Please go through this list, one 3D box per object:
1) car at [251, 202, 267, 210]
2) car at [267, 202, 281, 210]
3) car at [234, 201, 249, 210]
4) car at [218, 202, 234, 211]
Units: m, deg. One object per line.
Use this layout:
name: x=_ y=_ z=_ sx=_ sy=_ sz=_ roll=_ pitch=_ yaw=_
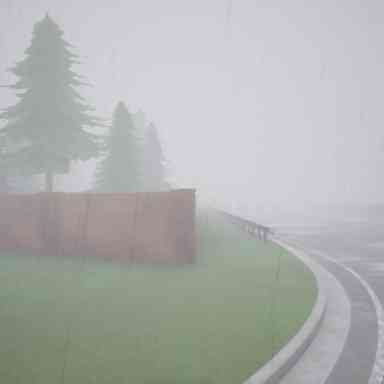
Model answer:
car: x=14.125 y=3.012 z=71.801 sx=2.097 sy=1.767 sz=4.553 roll=-1 pitch=-1 yaw=0
car: x=17.629 y=3.131 z=71.257 sx=2.128 sy=1.511 sz=4.902 roll=-1 pitch=-1 yaw=0
car: x=10.629 y=3.190 z=71.681 sx=1.837 sy=1.490 sz=4.892 roll=-1 pitch=-1 yaw=0
car: x=7.132 y=3.192 z=70.292 sx=1.837 sy=1.490 sz=4.892 roll=-1 pitch=-1 yaw=0
